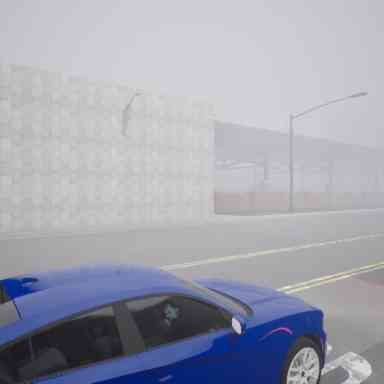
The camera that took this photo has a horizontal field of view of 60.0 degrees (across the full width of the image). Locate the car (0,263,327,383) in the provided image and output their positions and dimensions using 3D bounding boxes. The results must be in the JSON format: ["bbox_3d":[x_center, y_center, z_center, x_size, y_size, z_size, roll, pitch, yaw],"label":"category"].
[{"bbox_3d":[-0.683,1.478,3.262,5.008,1.535,1.882,0,0,-36],"label":"car"}]
